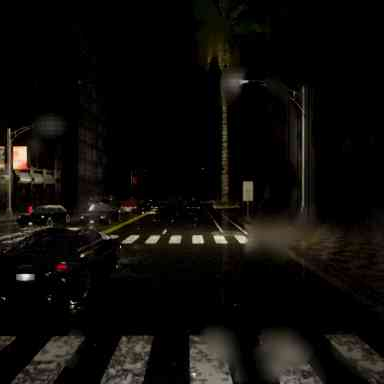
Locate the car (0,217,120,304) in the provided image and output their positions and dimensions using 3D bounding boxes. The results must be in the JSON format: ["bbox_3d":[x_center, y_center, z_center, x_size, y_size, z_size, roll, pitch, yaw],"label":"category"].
[{"bbox_3d":[-3.113,1.564,8.243,1.994,1.385,4.181,0,0,0],"label":"car"}]

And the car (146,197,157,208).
[{"bbox_3d":[-6.352,1.532,50.119,1.837,1.490,4.892,0,0,1],"label":"car"}]

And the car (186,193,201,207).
[{"bbox_3d":[0.229,1.254,53.439,2.150,2.045,5.566,0,0,0],"label":"car"}]

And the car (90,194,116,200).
[{"bbox_3d":[-9.691,1.230,36.230,2.150,2.045,5.566,0,0,0],"label":"car"}]

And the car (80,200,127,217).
[{"bbox_3d":[-6.495,1.551,24.189,2.033,1.411,5.357,0,0,0],"label":"car"}]

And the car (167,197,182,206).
[{"bbox_3d":[-3.020,1.597,53.839,1.994,1.385,4.181,0,0,0],"label":"car"}]

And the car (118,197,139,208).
[{"bbox_3d":[-9.597,1.520,50.683,2.128,1.511,4.902,0,0,1],"label":"car"}]

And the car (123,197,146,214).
[{"bbox_3d":[-6.439,1.535,35.743,1.812,1.442,4.674,0,0,0],"label":"car"}]

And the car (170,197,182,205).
[{"bbox_3d":[-2.977,1.602,63.844,2.033,1.411,5.357,0,0,0],"label":"car"}]

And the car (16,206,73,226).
[{"bbox_3d":[-9.767,1.604,22.386,1.895,1.301,4.718,0,0,1],"label":"car"}]
